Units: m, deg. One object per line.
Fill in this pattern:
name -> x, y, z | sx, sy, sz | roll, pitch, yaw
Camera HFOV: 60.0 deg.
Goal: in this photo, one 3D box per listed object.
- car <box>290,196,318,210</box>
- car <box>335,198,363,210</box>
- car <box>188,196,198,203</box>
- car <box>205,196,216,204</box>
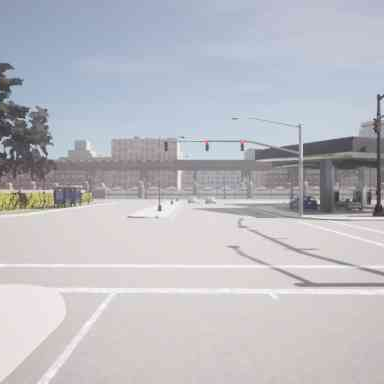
car -> 13.263, 1.295, 39.652 | 2.242, 1.667, 4.611 | 0, 0, 0
car -> 19.009, 1.456, 40.407 | 1.970, 1.475, 3.806 | 0, 0, 0
car -> 0.192, 1.525, 66.125 | 1.812, 1.442, 4.674 | 0, 0, 0
car -> 3.585, 1.525, 64.340 | 1.812, 1.442, 4.674 | 0, 0, 0
